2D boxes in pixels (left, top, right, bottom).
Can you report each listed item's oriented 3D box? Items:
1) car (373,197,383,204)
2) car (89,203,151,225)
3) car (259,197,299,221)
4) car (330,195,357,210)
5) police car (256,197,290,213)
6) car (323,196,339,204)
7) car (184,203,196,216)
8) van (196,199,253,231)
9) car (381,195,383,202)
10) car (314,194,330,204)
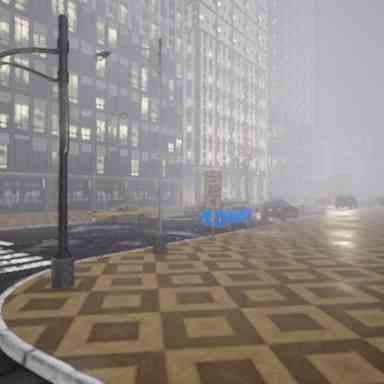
[{"bbox_3d":[37.713,1.648,66.844,1.947,1.339,4.313,0,0,38],"label":"car"},{"bbox_3d":[-5.124,1.518,24.193,1.752,1.417,4.829,0,0,38],"label":"car"},{"bbox_3d":[7.224,1.460,27.124,1.967,1.590,4.097,0,0,38],"label":"car"},{"bbox_3d":[20.775,1.357,44.778,2.192,1.841,5.009,0,0,38],"label":"car"},{"bbox_3d":[9.581,1.441,38.923,1.930,1.638,5.238,0,0,38],"label":"police car"},{"bbox_3d":[28.076,1.605,67.230,2.008,1.369,4.403,0,0,38],"label":"car"},{"bbox_3d":[0.973,1.582,31.923,1.802,1.307,4.206,0,0,38],"label":"car"},{"bbox_3d":[2.271,1.356,20.489,1.690,1.788,3.998,0,0,38],"label":"van"},{"bbox_3d":[44.489,1.541,75.671,1.967,1.590,4.097,0,0,38],"label":"car"},{"bbox_3d":[24.689,1.361,62.818,2.192,1.841,5.009,0,0,38],"label":"car"}]
